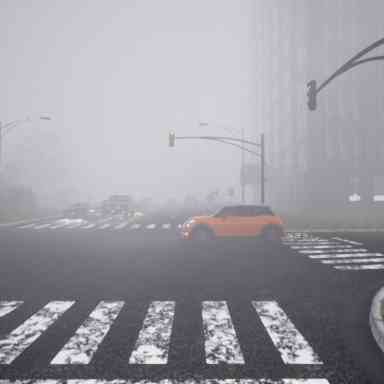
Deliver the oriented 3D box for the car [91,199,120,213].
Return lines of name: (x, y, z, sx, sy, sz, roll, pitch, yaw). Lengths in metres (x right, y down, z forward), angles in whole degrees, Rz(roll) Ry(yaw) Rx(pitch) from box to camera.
car: (-10.021, 1.626, 39.016, 2.033, 1.411, 5.357, 0, 0, 0)

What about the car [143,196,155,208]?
car: (-6.814, 1.481, 50.808, 2.097, 1.767, 4.553, 0, 0, -1)

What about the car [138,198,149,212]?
car: (-6.778, 1.685, 40.623, 1.895, 1.301, 4.718, 0, 0, 0)

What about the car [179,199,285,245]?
car: (1.809, 1.368, 15.295, 4.553, 1.767, 2.097, 0, 0, -1)

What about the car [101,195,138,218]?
car: (-6.735, 1.275, 30.863, 2.150, 2.045, 5.566, 0, 0, 0)

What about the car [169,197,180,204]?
car: (-3.564, 1.788, 69.361, 2.033, 1.411, 5.357, 0, 0, 0)

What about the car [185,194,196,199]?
car: (-0.134, 1.487, 52.088, 2.097, 1.767, 4.553, 0, 0, 0)

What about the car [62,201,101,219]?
car: (-9.980, 1.614, 29.774, 1.994, 1.385, 4.181, 0, 0, 0)

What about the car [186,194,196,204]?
car: (-0.262, 1.470, 70.639, 2.150, 2.045, 5.566, 0, 0, 0)

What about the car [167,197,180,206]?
car: (-3.518, 1.702, 59.359, 1.812, 1.442, 4.674, 0, 0, 0)
